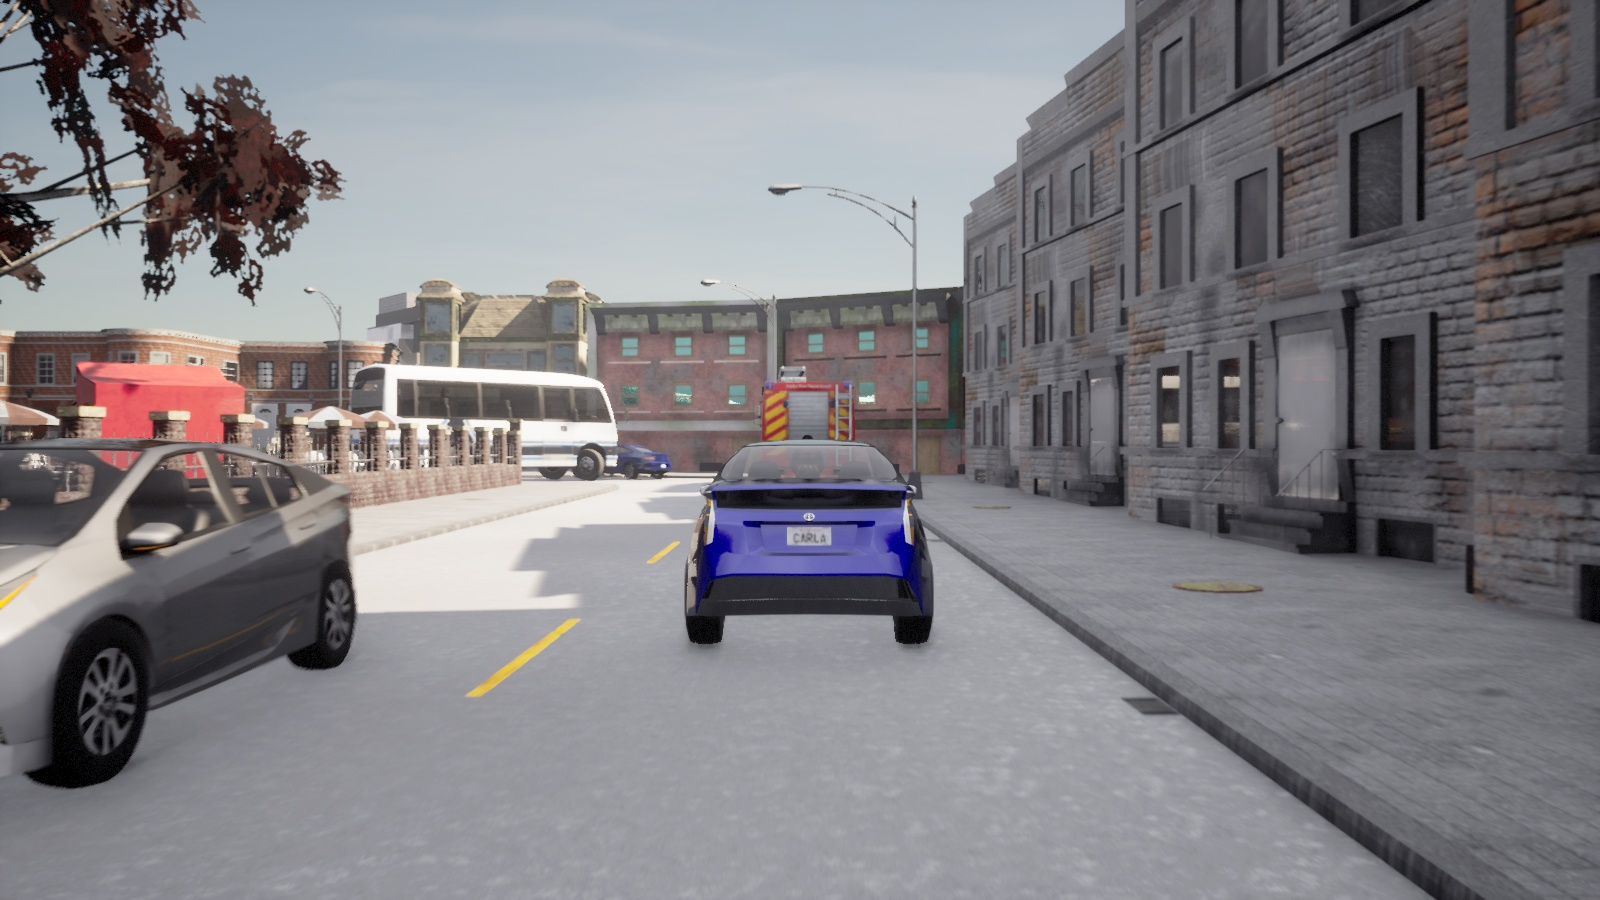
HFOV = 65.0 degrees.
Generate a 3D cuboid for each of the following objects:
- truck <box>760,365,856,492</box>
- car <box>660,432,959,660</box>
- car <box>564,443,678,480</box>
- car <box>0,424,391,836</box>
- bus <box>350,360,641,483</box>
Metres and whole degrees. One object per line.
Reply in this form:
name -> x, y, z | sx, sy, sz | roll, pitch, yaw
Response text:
truck -> 0.107, -0.656, 42.155 | 2.891, 3.827, 8.468 | 0, 0, -2
car -> 0.073, 0.633, 10.690 | 2.007, 1.525, 4.514 | 0, 0, 0
car -> -7.488, 0.479, 52.351 | 4.674, 1.442, 1.812 | 0, -2, 35
car -> -3.948, 0.652, 6.760 | 2.007, 1.525, 4.514 | 0, 0, 0
bus -> -11.512, -0.961, 48.488 | 10.273, 4.253, 3.944 | 0, 0, -42
